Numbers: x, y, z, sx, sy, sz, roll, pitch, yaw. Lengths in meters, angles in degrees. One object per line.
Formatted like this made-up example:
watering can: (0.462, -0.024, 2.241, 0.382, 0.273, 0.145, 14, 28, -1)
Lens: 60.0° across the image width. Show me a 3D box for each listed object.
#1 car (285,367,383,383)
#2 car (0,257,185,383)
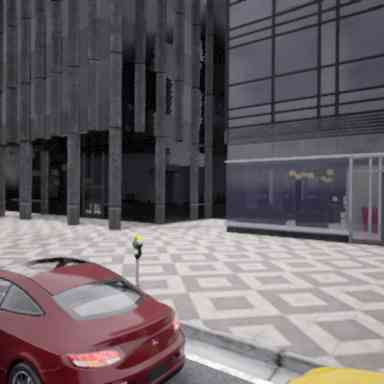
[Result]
car: (2.471, 1.539, 1.200, 4.829, 1.417, 1.752, 1, 0, 35)
car: (-2.014, 1.544, 4.397, 4.206, 1.307, 1.802, 1, 0, 35)
